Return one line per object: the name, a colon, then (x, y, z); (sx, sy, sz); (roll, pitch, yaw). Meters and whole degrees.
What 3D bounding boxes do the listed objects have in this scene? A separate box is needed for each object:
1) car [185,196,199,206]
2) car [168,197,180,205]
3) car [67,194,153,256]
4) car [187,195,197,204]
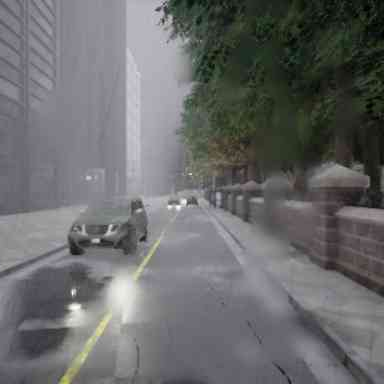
car: (0.030, 1.479, 53.061); (1.837, 1.490, 4.892); (0, 0, 1)
car: (-3.046, 1.575, 56.691); (1.895, 1.301, 4.718); (0, 0, 1)
car: (-3.101, 1.207, 13.463); (2.150, 2.045, 5.566); (0, 0, 0)
car: (-0.004, 1.457, 66.080); (1.882, 1.535, 5.008); (0, 0, 0)
